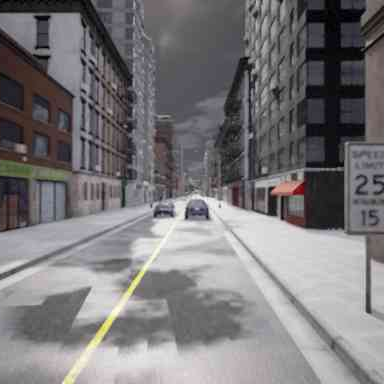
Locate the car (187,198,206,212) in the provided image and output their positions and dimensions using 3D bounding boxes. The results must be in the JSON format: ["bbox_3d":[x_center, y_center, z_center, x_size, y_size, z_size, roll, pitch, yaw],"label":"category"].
[{"bbox_3d":[0.578,1.578,41.205,2.128,1.511,4.902,0,0,1],"label":"car"}]

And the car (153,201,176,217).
[{"bbox_3d":[-2.567,1.597,32.312,2.033,1.411,5.357,0,0,1],"label":"car"}]

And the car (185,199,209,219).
[{"bbox_3d":[0.458,1.407,29.573,2.097,1.767,4.553,0,0,1],"label":"car"}]
